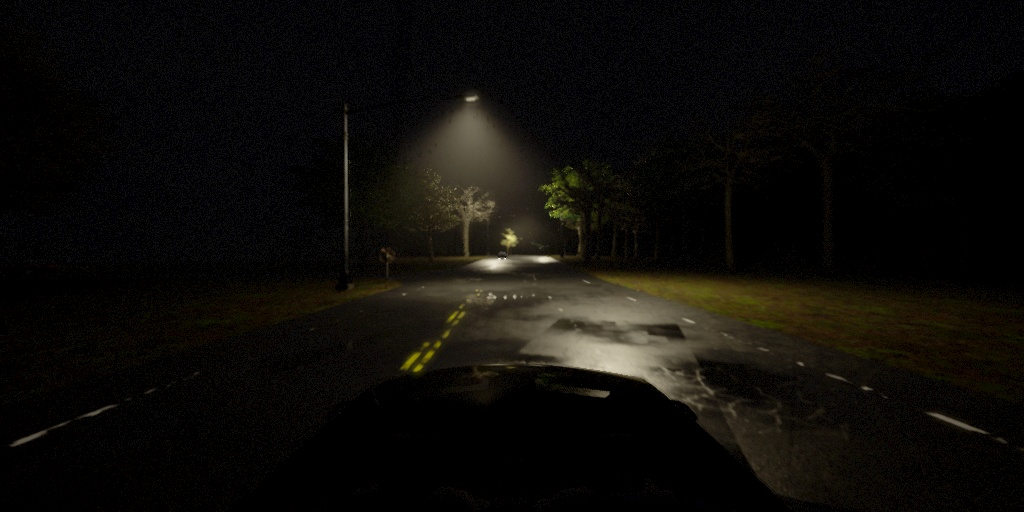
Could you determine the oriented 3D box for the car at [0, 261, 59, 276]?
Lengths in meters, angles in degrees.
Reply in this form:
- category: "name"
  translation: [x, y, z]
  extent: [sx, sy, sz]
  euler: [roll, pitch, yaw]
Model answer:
- category: "car"
  translation: [-49.469, 1.236, 36.566]
  extent: [5.008, 1.535, 1.882]
  euler: [0, 0, 2]
